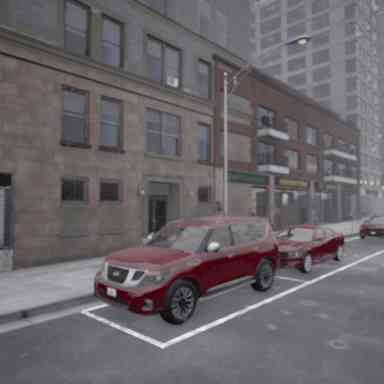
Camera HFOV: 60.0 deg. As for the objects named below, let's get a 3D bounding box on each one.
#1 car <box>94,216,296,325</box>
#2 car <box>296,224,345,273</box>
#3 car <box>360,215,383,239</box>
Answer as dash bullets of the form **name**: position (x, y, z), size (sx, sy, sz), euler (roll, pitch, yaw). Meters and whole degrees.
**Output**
- **car**: position (0.250, 1.557, 7.951), size (2.192, 1.841, 5.009), euler (-1, -2, 43)
- **car**: position (4.001, 1.870, 11.944), size (1.887, 1.381, 4.507), euler (-1, -2, 43)
- **car**: position (11.502, 2.043, 19.937), size (1.887, 1.381, 4.507), euler (-1, -2, 43)
